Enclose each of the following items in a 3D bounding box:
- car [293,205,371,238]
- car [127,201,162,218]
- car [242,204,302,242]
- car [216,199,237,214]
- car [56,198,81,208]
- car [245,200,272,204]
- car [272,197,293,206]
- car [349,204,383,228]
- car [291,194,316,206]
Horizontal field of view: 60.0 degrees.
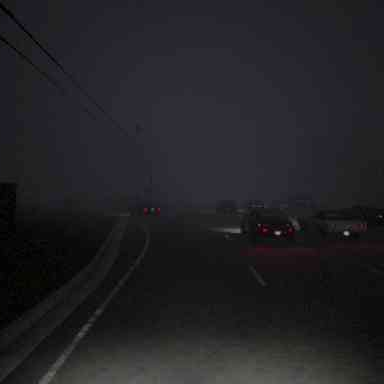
[{"bbox_3d":[7.105,1.602,17.508,1.895,1.301,4.718,0,0,0],"label":"car"},{"bbox_3d":[-4.485,1.548,30.868,2.033,1.411,5.357,0,0,-26],"label":"car"},{"bbox_3d":[3.607,1.525,16.284,1.812,1.442,4.674,0,0,0],"label":"car"},{"bbox_3d":[3.612,1.481,35.311,1.882,1.535,5.008,0,0,0],"label":"car"},{"bbox_3d":[-17.758,1.530,47.867,4.674,1.442,1.812,0,0,40],"label":"car"},{"bbox_3d":[7.112,1.552,37.552,2.033,1.411,5.357,0,0,0],"label":"car"},{"bbox_3d":[10.612,1.606,41.575,1.895,1.301,4.718,0,0,0],"label":"car"},{"bbox_3d":[10.607,1.507,20.489,1.837,1.490,4.892,0,0,0],"label":"car"},{"bbox_3d":[14.114,1.227,42.894,2.150,2.045,5.566,0,0,0],"label":"car"}]
